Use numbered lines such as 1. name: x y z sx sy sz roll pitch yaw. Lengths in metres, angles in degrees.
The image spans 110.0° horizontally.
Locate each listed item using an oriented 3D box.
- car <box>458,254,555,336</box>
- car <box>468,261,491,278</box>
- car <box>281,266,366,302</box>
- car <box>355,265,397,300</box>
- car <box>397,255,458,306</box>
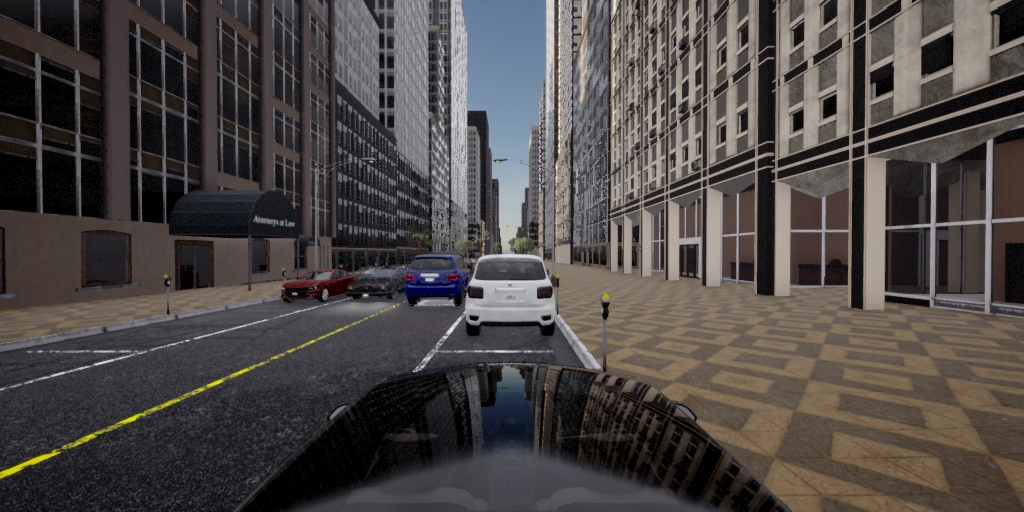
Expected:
1. car: -0.039 0.976 10.531 2.150 2.045 5.566 0 0 0
2. car: -3.144 1.269 35.325 1.812 1.442 4.674 0 0 0
3. car: -8.837 1.292 16.839 1.888 1.381 4.507 0 0 0
4. car: -6.247 1.294 17.962 2.033 1.411 5.357 0 0 0
5. car: -3.044 0.969 15.908 2.150 2.045 5.566 0 0 0
